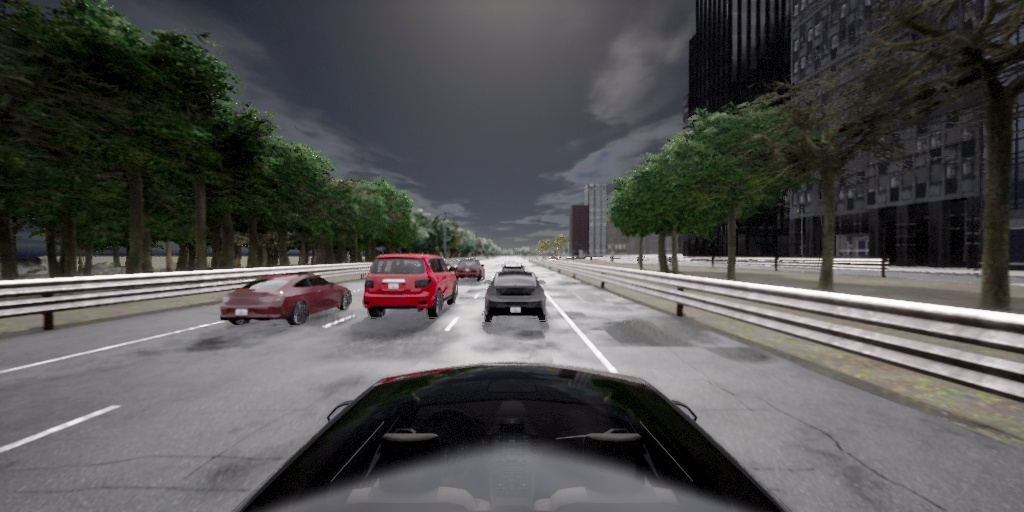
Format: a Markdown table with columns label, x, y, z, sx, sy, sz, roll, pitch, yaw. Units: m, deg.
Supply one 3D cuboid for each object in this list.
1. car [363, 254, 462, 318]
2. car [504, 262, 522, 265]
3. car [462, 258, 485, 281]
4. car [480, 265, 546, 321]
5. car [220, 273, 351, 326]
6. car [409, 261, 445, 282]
| label | x | y | z | sx | sy | sz | roll | pitch | yaw |
| --- | --- | --- | --- | --- | --- | --- | --- | --- | --- |
| car | -3.399 | 0.953 | 12.973 | 2.150 | 2.045 | 5.566 | 0 | 0 | 0 |
| car | 0.102 | 1.193 | 29.641 | 2.128 | 1.511 | 4.902 | 0 | 0 | 0 |
| car | -3.399 | 1.053 | 29.414 | 2.097 | 1.767 | 4.553 | 0 | 0 | 0 |
| car | 0.100 | 1.237 | 12.326 | 1.837 | 1.490 | 4.892 | 0 | 0 | 0 |
| car | -6.900 | 1.260 | 11.447 | 1.812 | 1.442 | 4.674 | 0 | 0 | 0 |
| car | -6.899 | 1.205 | 29.775 | 1.837 | 1.490 | 4.892 | 0 | 0 | 0 |
